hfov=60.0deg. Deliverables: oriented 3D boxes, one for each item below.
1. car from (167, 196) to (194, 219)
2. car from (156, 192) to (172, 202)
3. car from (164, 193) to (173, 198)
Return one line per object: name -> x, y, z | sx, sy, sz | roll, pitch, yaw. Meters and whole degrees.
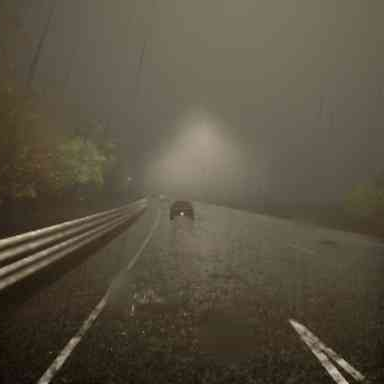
car -> -0.916, 1.368, 27.418 | 1.837, 1.490, 4.892 | 0, 1, -4
car -> -5.332, 1.145, 63.460 | 1.812, 1.442, 4.674 | 0, 0, -9
car -> -6.576, 0.923, 93.708 | 2.033, 1.411, 5.357 | 0, 0, -9
